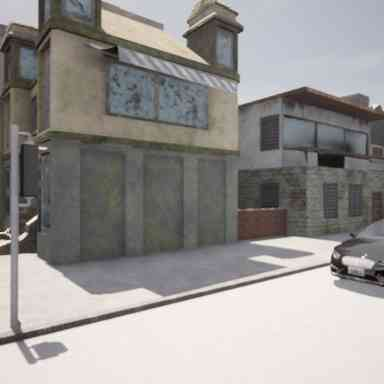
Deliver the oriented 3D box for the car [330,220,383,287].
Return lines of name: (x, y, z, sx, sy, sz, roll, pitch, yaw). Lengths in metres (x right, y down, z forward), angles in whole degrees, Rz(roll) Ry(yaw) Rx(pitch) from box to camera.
car: (5.634, 1.527, 8.971, 4.902, 1.511, 2.128, 0, 0, -38)
